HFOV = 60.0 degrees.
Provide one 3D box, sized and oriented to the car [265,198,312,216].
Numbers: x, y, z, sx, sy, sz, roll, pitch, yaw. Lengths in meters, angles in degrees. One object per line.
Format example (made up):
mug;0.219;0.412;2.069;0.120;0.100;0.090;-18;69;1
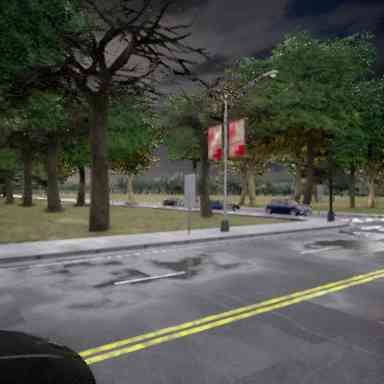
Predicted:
car;9.442;1.438;32.547;2.097;1.767;4.553;0;0;-35

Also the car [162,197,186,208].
car;-2.568;1.556;49.461;2.128;1.511;4.902;0;0;-35

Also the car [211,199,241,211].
car;3.563;1.620;40.821;2.033;1.411;5.357;0;0;-35

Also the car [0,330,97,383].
car;-2.900;1.471;1.372;5.008;1.535;1.882;0;0;-36
